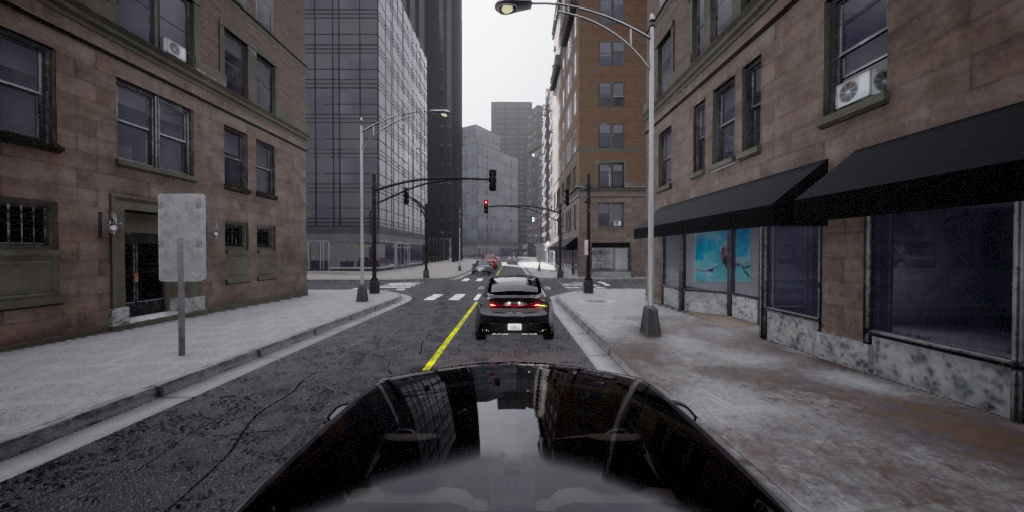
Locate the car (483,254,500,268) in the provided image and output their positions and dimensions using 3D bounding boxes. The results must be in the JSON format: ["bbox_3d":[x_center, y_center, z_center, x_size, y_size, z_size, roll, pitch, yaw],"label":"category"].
[{"bbox_3d":[-3.160,0.796,49.765,2.150,2.045,5.566,0,0,0],"label":"car"}]

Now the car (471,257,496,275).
[{"bbox_3d":[-3.143,1.163,37.989,2.128,1.511,4.902,0,0,0],"label":"car"}]

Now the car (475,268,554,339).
[{"bbox_3d":[0.068,1.252,10.001,1.837,1.490,4.892,0,0,0],"label":"car"}]
